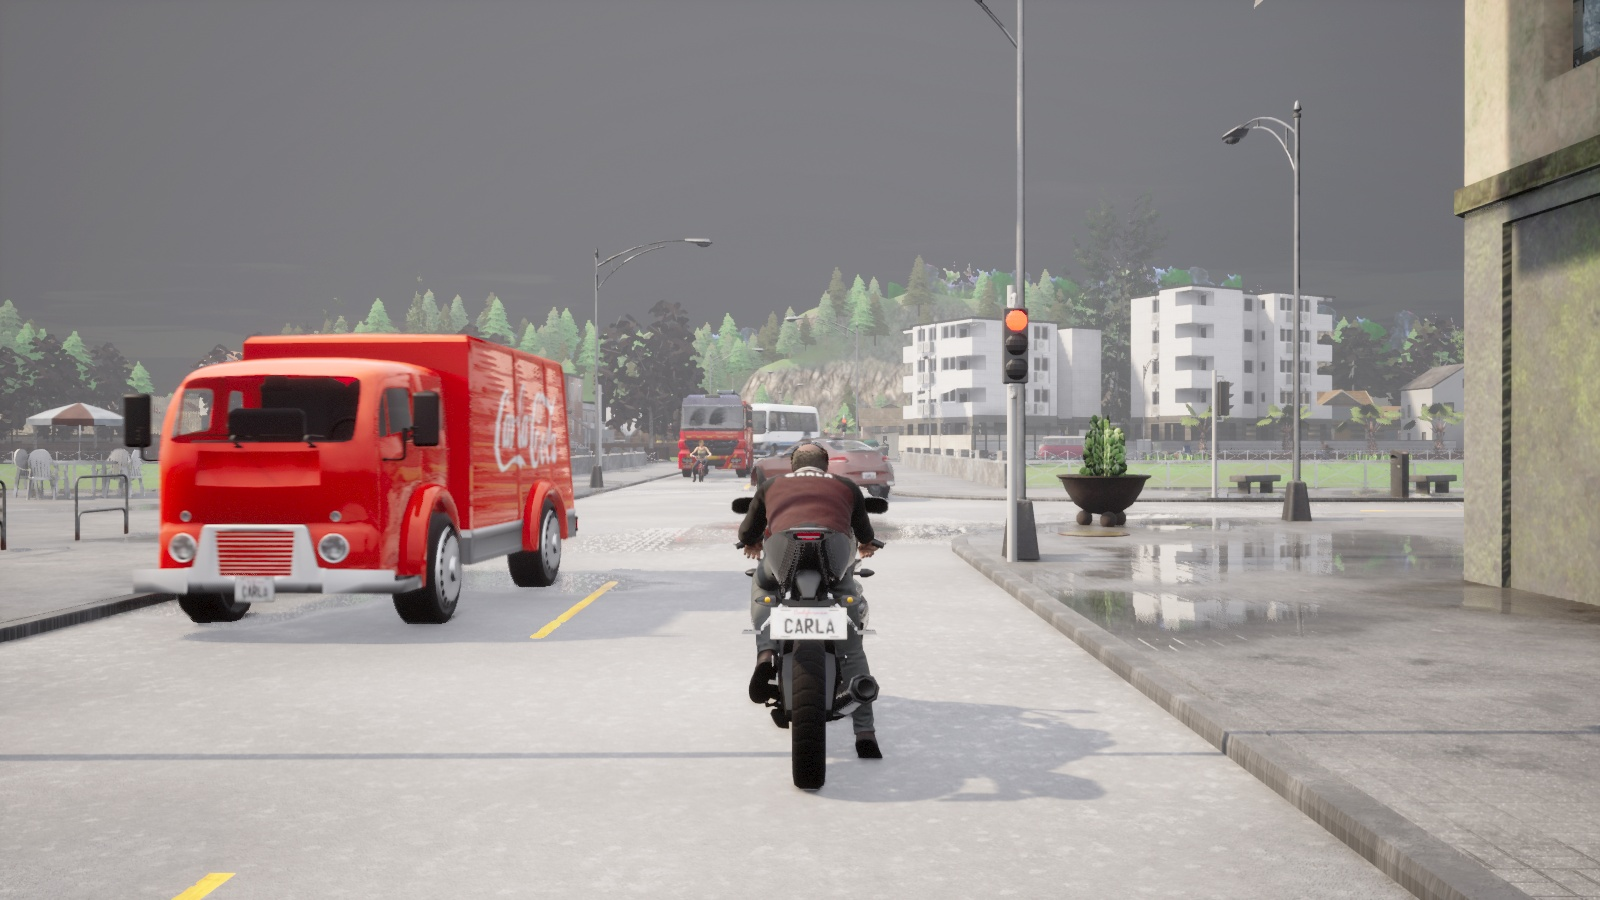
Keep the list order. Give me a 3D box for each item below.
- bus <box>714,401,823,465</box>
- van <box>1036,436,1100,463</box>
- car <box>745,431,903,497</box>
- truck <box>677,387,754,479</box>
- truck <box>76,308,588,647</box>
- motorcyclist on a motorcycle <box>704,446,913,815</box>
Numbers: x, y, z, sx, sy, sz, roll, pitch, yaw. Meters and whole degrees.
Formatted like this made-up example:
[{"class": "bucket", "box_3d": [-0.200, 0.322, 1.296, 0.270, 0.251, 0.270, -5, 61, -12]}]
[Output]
[{"class": "bus", "box_3d": [-2.058, -1.136, 89.299, 3.944, 4.253, 10.273, 0, 0, 22]}, {"class": "van", "box_3d": [20.242, -0.023, 95.067, 4.442, 1.987, 1.775, 0, 0, 0]}, {"class": "car", "box_3d": [0.544, 0.332, 34.203, 2.152, 1.651, 5.027, 0, 0, -28]}, {"class": "truck", "box_3d": [-3.704, -0.742, 56.921, 2.891, 3.827, 8.468, 0, 0, 0]}, {"class": "truck", "box_3d": [-3.889, 0.190, 11.813, 2.627, 2.467, 5.204, 0, 0, 3]}, {"class": "motorcyclist on a motorcycle", "box_3d": [0.047, 0.746, 6.323, 0.866, 1.530, 2.191, 0, 0, 1]}]
